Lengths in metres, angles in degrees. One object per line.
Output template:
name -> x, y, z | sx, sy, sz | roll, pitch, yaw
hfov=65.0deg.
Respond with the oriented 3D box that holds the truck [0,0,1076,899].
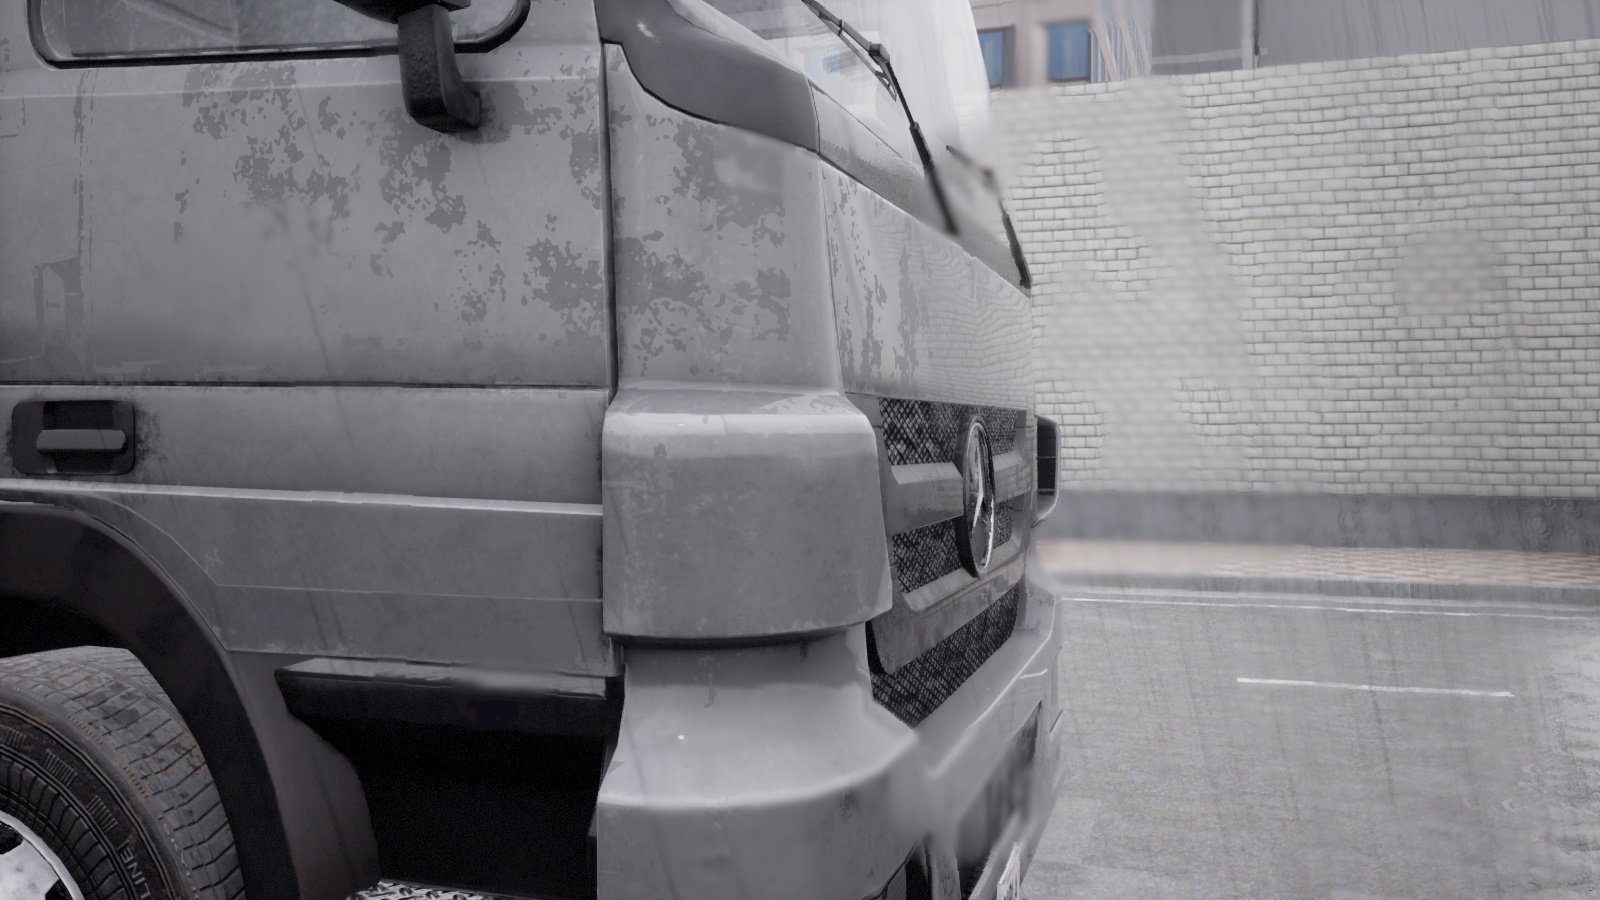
truck -> -3.267, -0.236, 4.278 | 7.936, 3.462, 2.891 | 1, 1, 19
